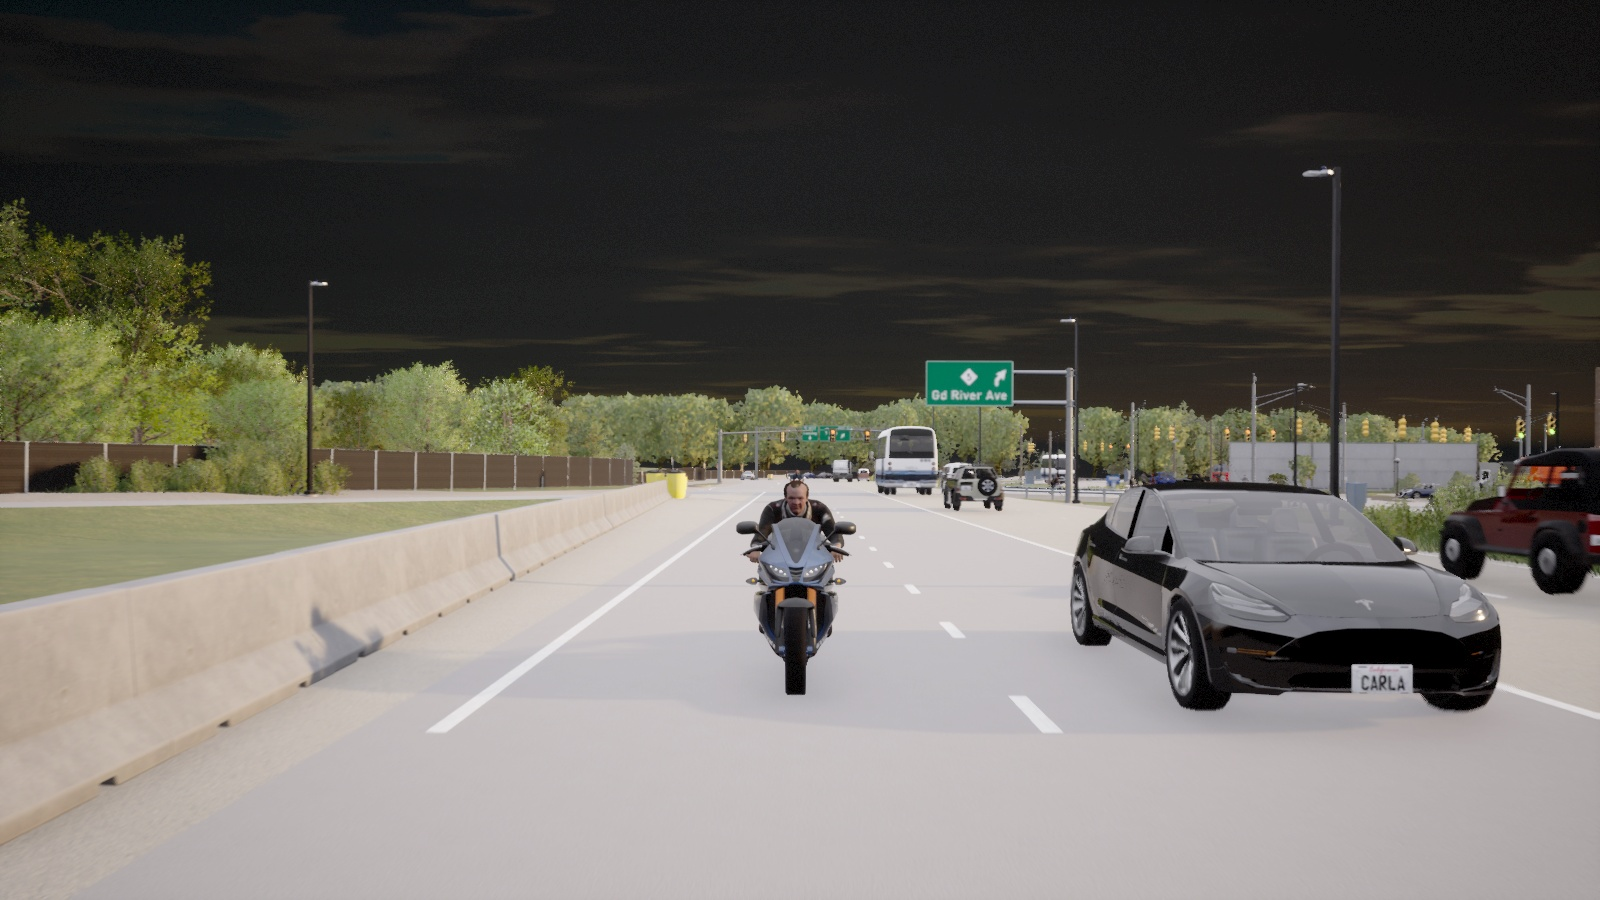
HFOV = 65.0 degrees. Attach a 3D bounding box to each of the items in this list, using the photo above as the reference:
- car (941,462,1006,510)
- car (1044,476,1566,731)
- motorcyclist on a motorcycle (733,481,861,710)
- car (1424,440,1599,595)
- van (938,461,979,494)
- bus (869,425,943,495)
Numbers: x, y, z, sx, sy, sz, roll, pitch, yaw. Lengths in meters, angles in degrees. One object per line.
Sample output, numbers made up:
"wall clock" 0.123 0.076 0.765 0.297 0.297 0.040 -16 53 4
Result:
"car" 6.882 1.411 50.242 1.932 1.855 4.605 0 -1 0
"car" 3.477 0.965 9.896 2.163 1.488 4.792 0 -1 0
"motorcyclist on a motorcycle" -0.022 1.009 9.615 0.866 1.530 2.191 0 -1 0
"car" 10.459 0.844 17.172 1.905 1.878 3.866 0 -1 0
"van" 10.307 1.790 82.103 2.069 2.038 4.480 0 -1 0
"bus" 6.802 0.706 82.171 3.944 4.253 10.273 0 -1 0
